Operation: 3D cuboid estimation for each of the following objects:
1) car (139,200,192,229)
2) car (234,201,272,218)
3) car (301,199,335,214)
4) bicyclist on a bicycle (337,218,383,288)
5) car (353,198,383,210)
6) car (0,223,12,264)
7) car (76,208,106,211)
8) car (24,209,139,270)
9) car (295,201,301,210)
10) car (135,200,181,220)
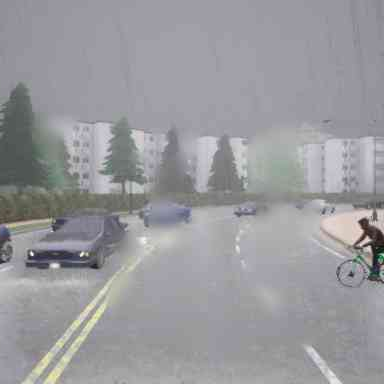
[{"bbox_3d":[-1.512,1.472,22.195,1.882,1.535,5.008,0,0,18],"label":"car"},{"bbox_3d":[5.553,1.539,29.951,2.033,1.411,5.357,0,0,30],"label":"car"},{"bbox_3d":[13.391,1.517,34.699,1.812,1.442,4.674,0,0,40],"label":"car"},{"bbox_3d":[4.179,1.434,7.748,1.656,1.620,0.582,-1,0,-1],"label":"bicyclist on a bicycle"},{"bbox_3d":[22.676,1.481,42.525,4.902,1.511,2.128,0,0,-30],"label":"car"},{"bbox_3d":[-6.896,1.349,8.805,2.097,1.767,4.553,0,0,2],"label":"car"},{"bbox_3d":[-5.935,1.596,19.075,1.895,1.301,4.718,0,0,12],"label":"car"},{"bbox_3d":[-3.472,1.545,11.362,2.033,1.411,5.357,0,0,3],"label":"car"},{"bbox_3d":[14.897,1.537,41.231,5.357,1.411,2.033,0,0,-41],"label":"car"},{"bbox_3d":[-2.817,1.498,28.788,1.837,1.490,4.892,0,0,24],"label":"car"}]
